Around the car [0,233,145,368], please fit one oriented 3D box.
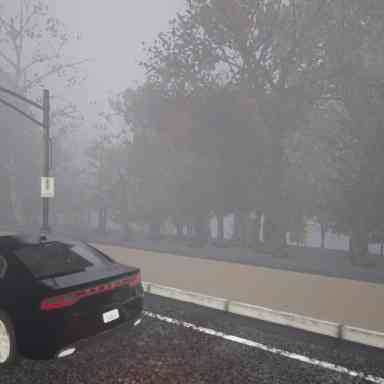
[{"bbox_3d":[-3.051,1.476,5.855,5.008,1.535,1.882,0,0,37],"label":"car"}]
